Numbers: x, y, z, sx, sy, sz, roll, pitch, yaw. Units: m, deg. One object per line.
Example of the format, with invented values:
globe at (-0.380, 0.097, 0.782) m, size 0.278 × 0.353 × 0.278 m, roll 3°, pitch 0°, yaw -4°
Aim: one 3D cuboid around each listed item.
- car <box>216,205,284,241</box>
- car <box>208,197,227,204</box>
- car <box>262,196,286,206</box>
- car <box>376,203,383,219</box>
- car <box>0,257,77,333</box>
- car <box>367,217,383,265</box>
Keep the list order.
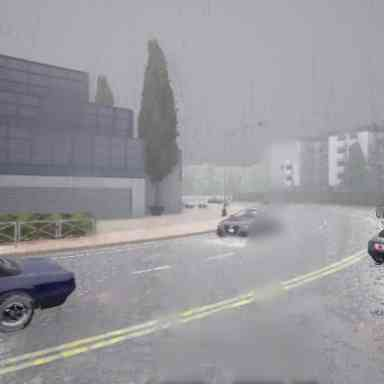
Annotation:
car at (3.005, 1.584, 16.942) m, size 1.994 × 1.385 × 4.181 m, roll 0°, pitch 0°, yaw 37°
car at (4.767, 1.605, 62.856) m, size 1.812 × 1.442 × 4.674 m, roll 0°, pitch 0°, yaw -34°
car at (13.021, 1.417, 53.046) m, size 2.097 × 1.767 × 4.553 m, roll 0°, pitch 0°, yaw -16°
car at (16.172, 1.530, 26.749) m, size 2.128 × 1.511 × 4.902 m, roll 0°, pitch 0°, yaw 19°
car at (-4.460, 1.604, 5.218) m, size 4.718 × 1.301 × 1.895 m, roll 0°, pitch 0°, yaw -37°
car at (7.351, 1.617, 10.890) m, size 1.895 × 1.301 × 4.718 m, roll 0°, pitch 0°, yaw 41°
